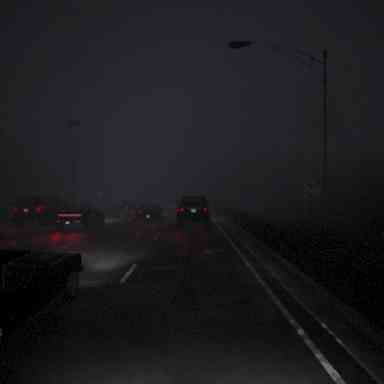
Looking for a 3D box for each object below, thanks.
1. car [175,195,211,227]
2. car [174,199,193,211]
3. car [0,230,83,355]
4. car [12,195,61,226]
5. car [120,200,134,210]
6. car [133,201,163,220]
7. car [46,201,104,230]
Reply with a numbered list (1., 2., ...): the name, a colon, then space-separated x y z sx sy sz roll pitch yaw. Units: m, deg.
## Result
1. car: 0.089 1.232 22.906 2.150 2.045 5.566 0 0 0
2. car: -1.164 1.616 43.174 1.895 1.301 4.718 0 0 -7
3. car: -3.400 1.603 5.487 1.895 1.301 4.718 0 0 0
4. car: -10.413 1.231 23.508 2.150 2.045 5.566 0 0 0
5. car: -8.152 1.616 42.705 1.895 1.301 4.718 0 0 -7
6. car: -3.489 1.611 28.162 1.895 1.301 4.718 0 0 -1
7. car: -6.907 1.499 20.890 2.128 1.511 4.902 0 0 0
